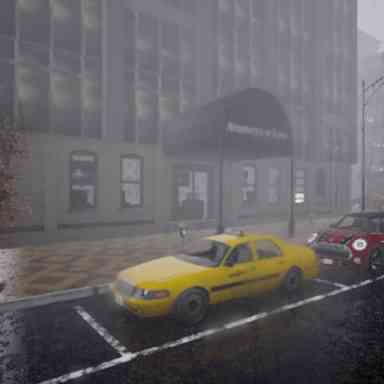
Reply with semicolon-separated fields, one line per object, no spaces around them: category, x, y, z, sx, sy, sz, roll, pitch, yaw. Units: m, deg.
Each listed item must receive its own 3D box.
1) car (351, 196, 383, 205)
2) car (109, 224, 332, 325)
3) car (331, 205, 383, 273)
car;18.590;1.069;33.939;1.887;1.381;4.507;1;0;-36
car;0.729;1.500;7.059;4.829;1.417;1.752;0;1;-35
car;5.400;1.384;10.376;4.097;1.590;1.967;0;1;-35
